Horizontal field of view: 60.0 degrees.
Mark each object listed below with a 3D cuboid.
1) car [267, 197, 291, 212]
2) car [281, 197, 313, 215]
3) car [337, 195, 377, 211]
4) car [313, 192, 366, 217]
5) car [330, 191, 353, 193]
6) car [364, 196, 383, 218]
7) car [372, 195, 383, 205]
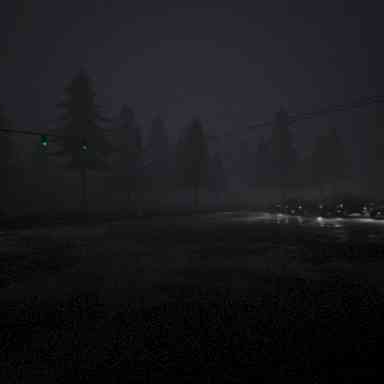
[{"bbox_3d":[10.015,1.307,34.995,5.008,1.535,1.882,-1,0,-37],"label":"car"},{"bbox_3d":[10.832,1.419,31.228,4.718,1.301,1.895,-1,0,-37],"label":"car"},{"bbox_3d":[18.278,1.182,36.737,5.008,1.535,1.882,-1,0,-36],"label":"car"},{"bbox_3d":[12.818,1.142,28.339,4.553,1.767,2.097,-1,0,-37],"label":"car"},{"bbox_3d":[17.985,0.927,40.868,5.566,2.045,2.150,-1,0,-37],"label":"car"},{"bbox_3d":[15.797,1.272,26.209,4.674,1.442,1.812,-1,0,-37],"label":"car"},{"bbox_3d":[28.289,1.149,48.419,4.718,1.301,1.895,-1,0,-36],"label":"car"}]
